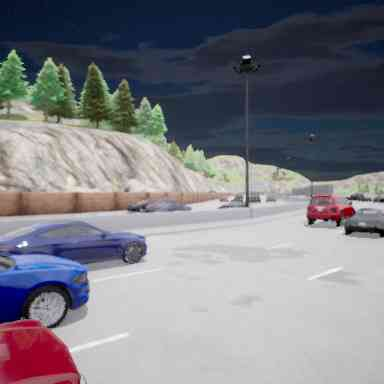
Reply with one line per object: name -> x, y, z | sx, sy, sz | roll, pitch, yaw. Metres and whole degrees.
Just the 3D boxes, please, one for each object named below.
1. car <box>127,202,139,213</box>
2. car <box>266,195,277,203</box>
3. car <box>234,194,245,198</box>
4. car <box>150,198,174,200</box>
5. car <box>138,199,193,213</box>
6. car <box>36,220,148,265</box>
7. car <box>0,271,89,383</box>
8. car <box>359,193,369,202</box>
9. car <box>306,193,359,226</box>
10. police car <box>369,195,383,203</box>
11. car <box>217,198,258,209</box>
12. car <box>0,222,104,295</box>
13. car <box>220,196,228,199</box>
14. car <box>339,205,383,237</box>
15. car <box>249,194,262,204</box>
car -> -5.341, 1.622, 38.631 | 1.882, 1.535, 5.008 | 0, 0, 34
car -> 17.435, 1.506, 72.980 | 2.097, 1.767, 4.553 | 0, 0, 10
car -> 10.613, 1.390, 74.589 | 2.150, 2.045, 5.566 | 0, 0, 10
car -> -2.916, 1.479, 36.071 | 2.097, 1.767, 4.553 | 0, 0, 35
car -> -2.123, 1.656, 31.219 | 2.033, 1.411, 5.357 | 0, 0, 39
car -> -3.605, 1.573, 10.148 | 4.674, 1.442, 1.812 | 0, 0, -38
car -> -3.000, 1.619, 1.821 | 4.718, 1.301, 1.895 | 0, 0, -35
car -> 40.827, 1.629, 78.324 | 1.812, 1.442, 4.674 | 0, 0, 10
car -> 10.020, 1.263, 23.851 | 2.150, 2.045, 5.566 | 0, 0, 38
police car -> 39.049, 1.503, 68.595 | 1.930, 1.638, 5.238 | 0, 0, 10
car -> 4.499, 1.642, 34.370 | 2.033, 1.411, 5.357 | 0, 0, 34
car -> -4.208, 1.511, 5.278 | 5.008, 1.535, 1.882 | 0, 0, -35
car -> 7.479, 1.740, 76.904 | 2.033, 1.411, 5.357 | 0, 0, 10
car -> 9.958, 1.588, 18.389 | 1.994, 1.385, 4.181 | 0, 0, 41
car -> 13.037, 1.395, 68.382 | 2.150, 2.045, 5.566 | 0, 0, 10
